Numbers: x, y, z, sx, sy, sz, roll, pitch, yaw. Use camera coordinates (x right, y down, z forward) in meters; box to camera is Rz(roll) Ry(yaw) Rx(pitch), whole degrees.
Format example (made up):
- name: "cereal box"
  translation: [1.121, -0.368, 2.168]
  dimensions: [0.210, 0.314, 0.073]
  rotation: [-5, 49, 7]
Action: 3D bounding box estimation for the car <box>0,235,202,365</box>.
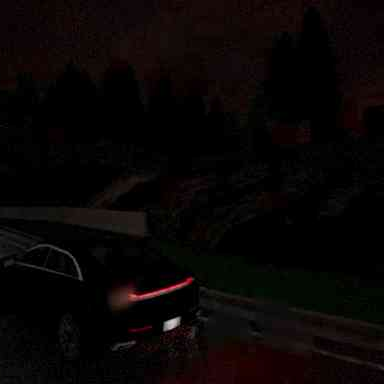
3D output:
- name: "car"
  translation: [-2.045, 1.547, 6.016]
  dimensions: [4.902, 1.511, 2.128]
  rotation: [-1, 0, 42]
